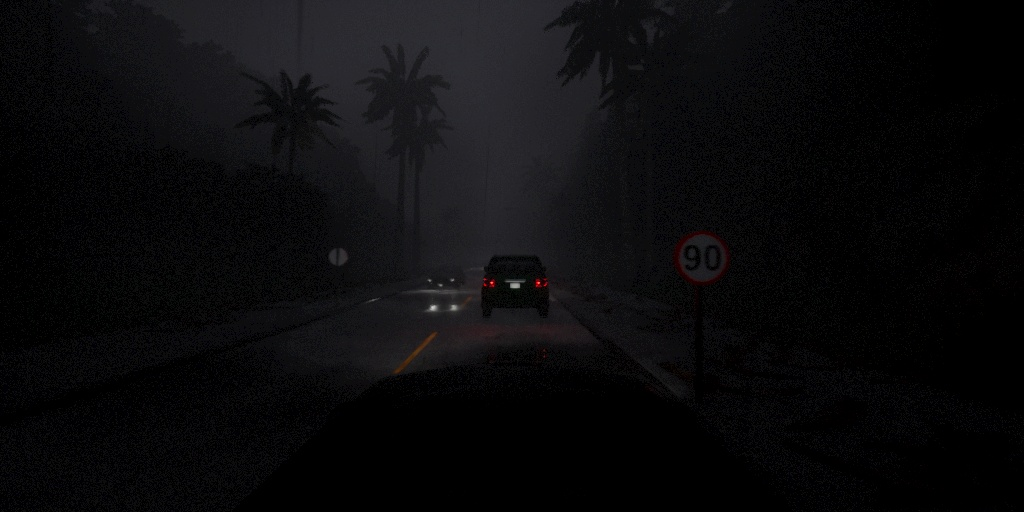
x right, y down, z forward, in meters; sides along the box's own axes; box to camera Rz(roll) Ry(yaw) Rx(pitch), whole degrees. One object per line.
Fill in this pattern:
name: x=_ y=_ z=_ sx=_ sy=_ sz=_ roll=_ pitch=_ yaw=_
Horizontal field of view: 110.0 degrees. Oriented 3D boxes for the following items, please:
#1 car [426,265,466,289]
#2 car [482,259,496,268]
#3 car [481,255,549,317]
car: x=-4.097 y=1.299 z=23.276 sx=2.033 sy=1.411 sz=5.357 roll=0 pitch=0 yaw=0
car: x=-4.043 y=1.247 z=63.805 sx=2.128 sy=1.511 sz=4.902 roll=0 pitch=0 yaw=1
car: x=0.113 y=0.972 z=13.276 sx=2.150 sy=2.045 sz=5.566 roll=0 pitch=0 yaw=0
